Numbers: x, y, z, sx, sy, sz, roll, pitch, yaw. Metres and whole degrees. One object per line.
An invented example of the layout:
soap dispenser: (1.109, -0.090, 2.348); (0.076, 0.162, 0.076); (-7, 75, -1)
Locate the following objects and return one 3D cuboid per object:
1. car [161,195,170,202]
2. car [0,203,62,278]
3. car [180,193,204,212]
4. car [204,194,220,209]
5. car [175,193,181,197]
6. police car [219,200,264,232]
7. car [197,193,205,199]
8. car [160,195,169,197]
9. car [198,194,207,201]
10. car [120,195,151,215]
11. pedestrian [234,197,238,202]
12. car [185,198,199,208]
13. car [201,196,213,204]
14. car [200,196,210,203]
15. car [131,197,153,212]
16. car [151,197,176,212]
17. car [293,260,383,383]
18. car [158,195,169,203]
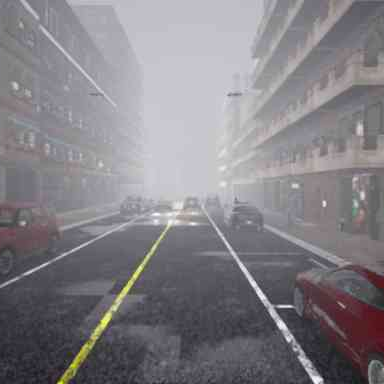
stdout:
car: (-5.733, 1.389, 72.293); (1.752, 1.417, 4.829); (-1, 0, 0)
car: (-5.718, 1.294, 10.158); (2.192, 1.841, 5.009); (-1, 0, 0)
car: (0.024, 1.276, 38.339); (2.097, 1.767, 4.553); (0, 0, 1)
car: (2.657, 1.229, 44.114); (2.192, 1.841, 5.009); (-1, 0, 0)
car: (-3.034, 0.969, 78.047); (1.837, 1.490, 4.892); (0, 0, 0)
police car: (2.992, 1.385, 20.015); (1.930, 1.638, 5.238); (0, 0, 0)
car: (2.633, 1.144, 95.089); (2.192, 1.841, 5.009); (-1, 0, 0)
car: (-5.728, 1.409, 60.965); (1.752, 1.417, 4.829); (-1, 0, 0)
car: (2.641, 1.286, 83.761); (1.967, 1.590, 4.097); (-1, 0, 0)
car: (-5.718, 1.249, 32.815); (2.192, 1.841, 5.009); (-1, 0, 0)
pedestrian: (2.990, 1.247, 23.012); (0.375, 1.860, 0.375); (-1, 1, -5)
car: (-0.010, 1.507, 48.421); (1.895, 1.301, 4.718); (0, 0, 0)
car: (2.653, 1.450, 61.106); (1.947, 1.339, 4.313); (-1, 0, 0)
car: (2.650, 1.456, 66.770); (1.802, 1.307, 4.206); (-1, 0, 0)
car: (-5.719, 1.363, 38.478); (1.967, 1.590, 4.097); (-1, 0, 0)
car: (-3.110, 1.526, 37.365); (1.895, 1.301, 4.718); (0, 0, 0)
car: (2.678, 1.573, 4.468); (1.802, 1.307, 4.206); (-1, 0, 0)
car: (-5.730, 1.399, 66.629); (1.752, 1.417, 4.829); (-1, 0, 0)
